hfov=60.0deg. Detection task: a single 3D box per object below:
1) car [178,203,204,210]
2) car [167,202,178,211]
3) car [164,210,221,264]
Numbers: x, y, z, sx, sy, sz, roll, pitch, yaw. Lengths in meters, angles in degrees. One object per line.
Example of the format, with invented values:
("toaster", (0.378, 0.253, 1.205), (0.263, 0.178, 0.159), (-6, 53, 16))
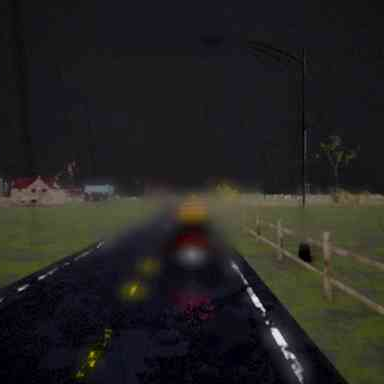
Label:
("car", (0.042, 1.815, 28.566), (1.882, 1.535, 5.008), (0, 0, 0))
("car", (-2.812, 2.209, 50.765), (1.895, 1.301, 4.718), (0, -1, 1))
("car", (0.041, 1.651, 12.378), (1.837, 1.490, 4.892), (0, 0, 1))
